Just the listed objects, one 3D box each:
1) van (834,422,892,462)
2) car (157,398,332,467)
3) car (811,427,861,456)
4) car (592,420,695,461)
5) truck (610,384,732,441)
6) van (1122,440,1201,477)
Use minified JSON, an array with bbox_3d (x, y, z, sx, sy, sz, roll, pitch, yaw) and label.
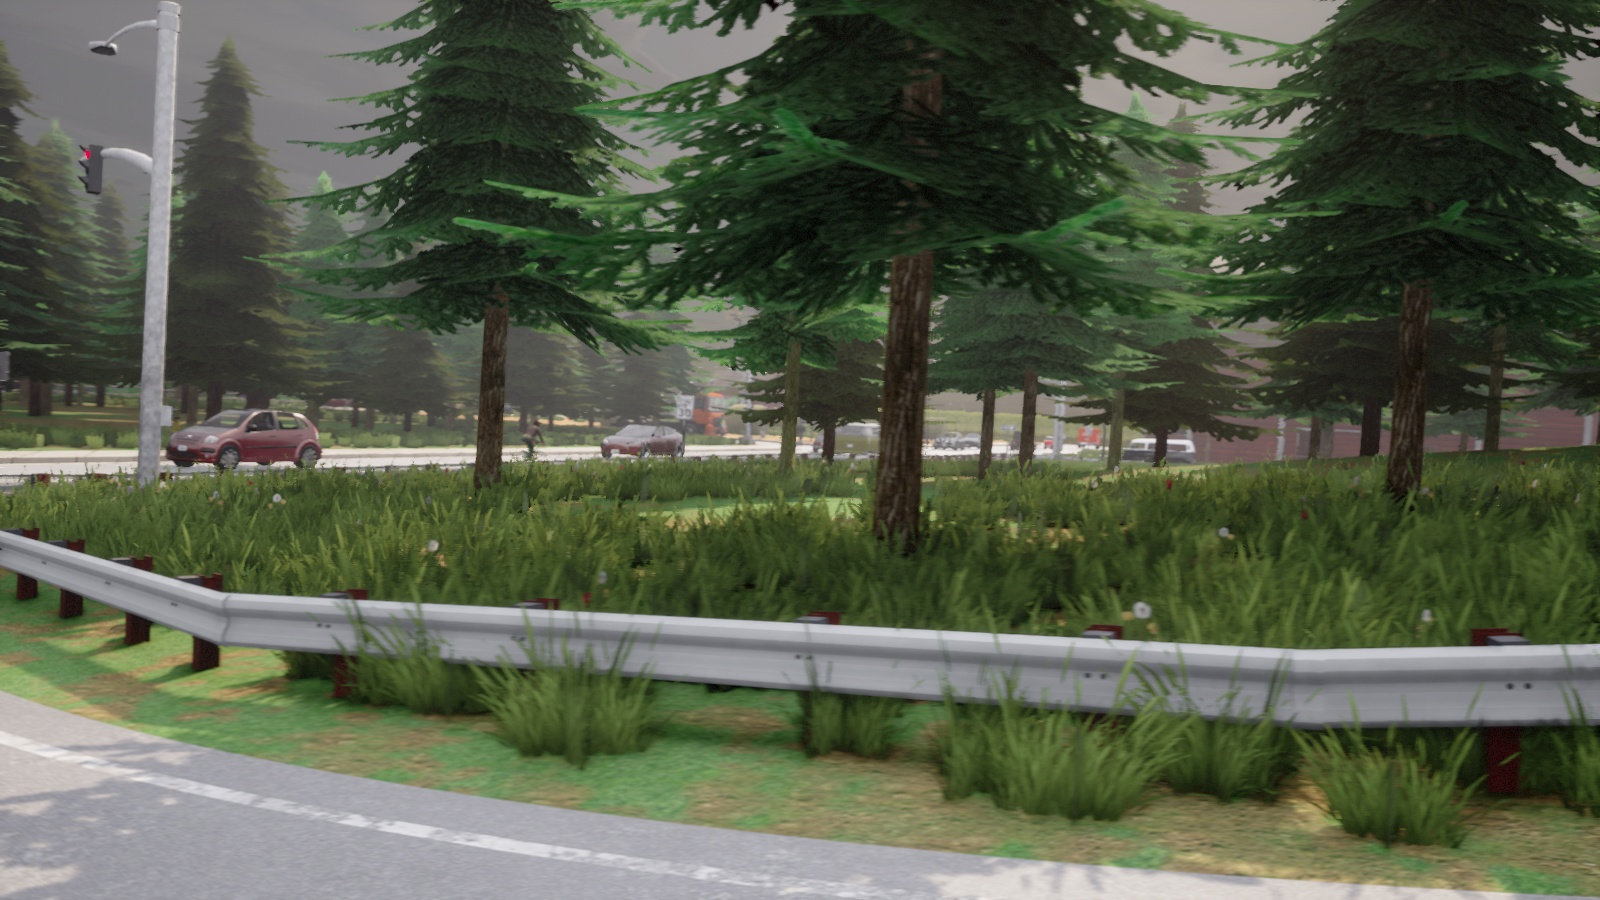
[{"bbox_3d":[3.527,-0.460,69.130,1.775,1.987,4.442,5,2,21],"label":"van"},{"bbox_3d":[-14.628,-0.455,33.293,1.851,1.617,3.988,5,2,23],"label":"car"},{"bbox_3d":[2.177,-0.520,75.416,1.789,1.549,3.705,5,2,21],"label":"car"},{"bbox_3d":[-6.505,-0.398,52.822,2.163,1.488,4.792,5,2,21],"label":"car"},{"bbox_3d":[-9.089,-2.621,88.528,7.936,3.462,2.891,5,2,22],"label":"truck"},{"bbox_3d":[22.878,0.529,79.419,4.480,2.038,2.069,4,2,22],"label":"van"}]
